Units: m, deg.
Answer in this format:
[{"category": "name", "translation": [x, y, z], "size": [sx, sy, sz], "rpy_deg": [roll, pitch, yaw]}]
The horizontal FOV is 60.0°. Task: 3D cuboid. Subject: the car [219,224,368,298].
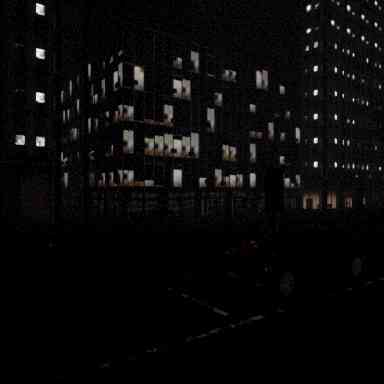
[{"category": "car", "translation": [2.698, 1.545, 8.483], "size": [4.507, 1.381, 1.887], "rpy_deg": [0, 0, -35]}]
